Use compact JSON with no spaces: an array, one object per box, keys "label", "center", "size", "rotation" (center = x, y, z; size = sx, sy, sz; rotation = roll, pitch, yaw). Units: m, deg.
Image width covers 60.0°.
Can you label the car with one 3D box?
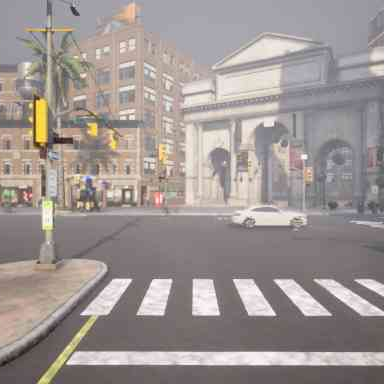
[{"label":"car","center":[4.790,1.526,21.002],"size":[4.674,1.442,1.812],"rotation":[0,0,0]}]
